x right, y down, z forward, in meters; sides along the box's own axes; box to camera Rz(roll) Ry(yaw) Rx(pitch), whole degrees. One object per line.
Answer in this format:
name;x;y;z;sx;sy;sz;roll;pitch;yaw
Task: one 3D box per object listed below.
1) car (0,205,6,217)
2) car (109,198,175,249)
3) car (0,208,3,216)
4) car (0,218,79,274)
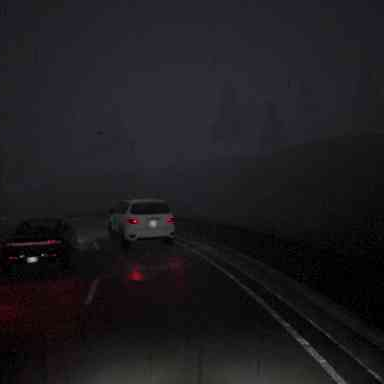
car;-25.511;2.364;41.640;4.674;1.442;1.812;-2;0;33
car;-2.498;1.326;15.541;2.150;2.045;5.566;-1;0;-21
car;-16.757;2.096;26.145;5.357;1.411;2.033;-2;0;43
car;-5.030;1.663;11.444;2.128;1.511;4.902;-1;0;-16
